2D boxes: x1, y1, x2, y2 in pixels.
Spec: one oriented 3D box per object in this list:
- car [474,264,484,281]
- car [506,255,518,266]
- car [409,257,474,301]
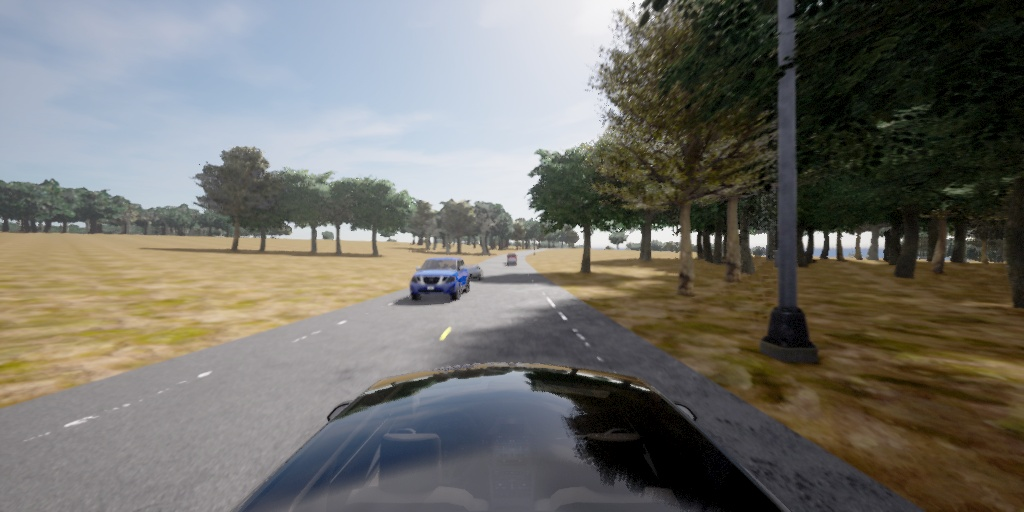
[{"bbox_3d":[-3.527,1.404,30.911,1.994,1.385,4.181,0,0,1],"label":"car"},{"bbox_3d":[-0.004,1.008,65.121,2.033,1.411,5.357,0,1,0],"label":"car"},{"bbox_3d":[-3.529,1.065,18.447,2.150,2.045,5.566,0,-1,1],"label":"car"}]
